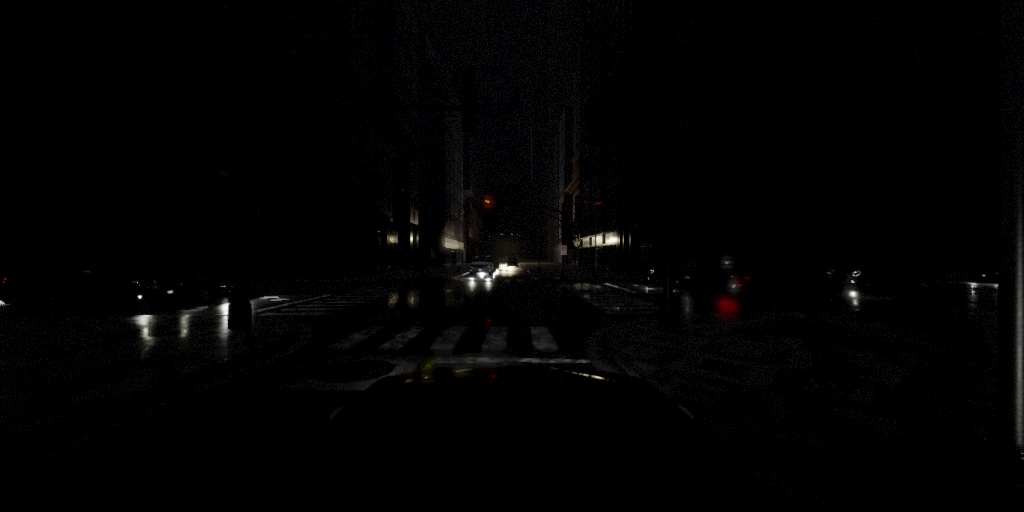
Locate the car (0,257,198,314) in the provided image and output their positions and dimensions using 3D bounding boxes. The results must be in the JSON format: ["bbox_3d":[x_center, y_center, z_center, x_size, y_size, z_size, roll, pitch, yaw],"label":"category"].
[{"bbox_3d":[-16.089,1.063,13.997,5.566,2.045,2.150,0,0,0],"label":"car"}]

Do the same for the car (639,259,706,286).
[{"bbox_3d":[10.889,1.011,23.904,4.553,1.767,2.097,0,0,1],"label":"car"}]

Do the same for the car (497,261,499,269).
[{"bbox_3d":[-3.052,1.357,47.371,1.895,1.301,4.718,0,0,0],"label":"car"}]

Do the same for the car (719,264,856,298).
[{"bbox_3d":[13.024,1.167,17.157,4.892,1.490,1.837,0,0,0],"label":"car"}]

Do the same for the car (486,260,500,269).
[{"bbox_3d":[-3.027,1.362,57.524,1.895,1.301,4.718,0,0,0],"label":"car"}]

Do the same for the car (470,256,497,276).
[{"bbox_3d":[-3.071,0.975,37.304,2.150,2.045,5.566,0,0,0],"label":"car"}]

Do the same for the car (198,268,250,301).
[{"bbox_3d":[-15.331,1.334,17.268,4.892,1.490,1.837,0,0,3],"label":"car"}]

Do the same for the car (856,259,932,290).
[{"bbox_3d":[20.906,0.957,20.582,4.553,1.767,2.097,0,0,0],"label":"car"}]

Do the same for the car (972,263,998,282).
[{"bbox_3d":[33.731,1.018,23.779,4.892,1.490,1.837,-1,0,0],"label":"car"}]

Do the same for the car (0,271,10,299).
[{"bbox_3d":[-27.673,1.455,17.286,4.181,1.385,1.994,0,0,0],"label":"car"}]

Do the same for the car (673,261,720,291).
[{"bbox_3d":[11.855,1.187,20.607,4.674,1.442,1.812,0,0,2],"label":"car"}]
